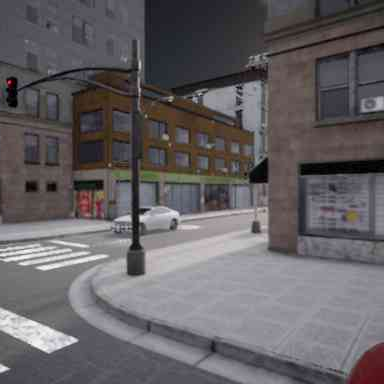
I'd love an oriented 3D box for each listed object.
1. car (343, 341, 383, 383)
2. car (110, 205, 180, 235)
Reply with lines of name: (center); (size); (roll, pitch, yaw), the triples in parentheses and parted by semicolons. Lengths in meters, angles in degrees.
car: (2.921, 1.307, 0.726); (5.009, 1.841, 2.192); (0, 0, 35)
car: (-2.472, 1.507, 18.786); (1.812, 1.442, 4.674); (0, 0, 34)
